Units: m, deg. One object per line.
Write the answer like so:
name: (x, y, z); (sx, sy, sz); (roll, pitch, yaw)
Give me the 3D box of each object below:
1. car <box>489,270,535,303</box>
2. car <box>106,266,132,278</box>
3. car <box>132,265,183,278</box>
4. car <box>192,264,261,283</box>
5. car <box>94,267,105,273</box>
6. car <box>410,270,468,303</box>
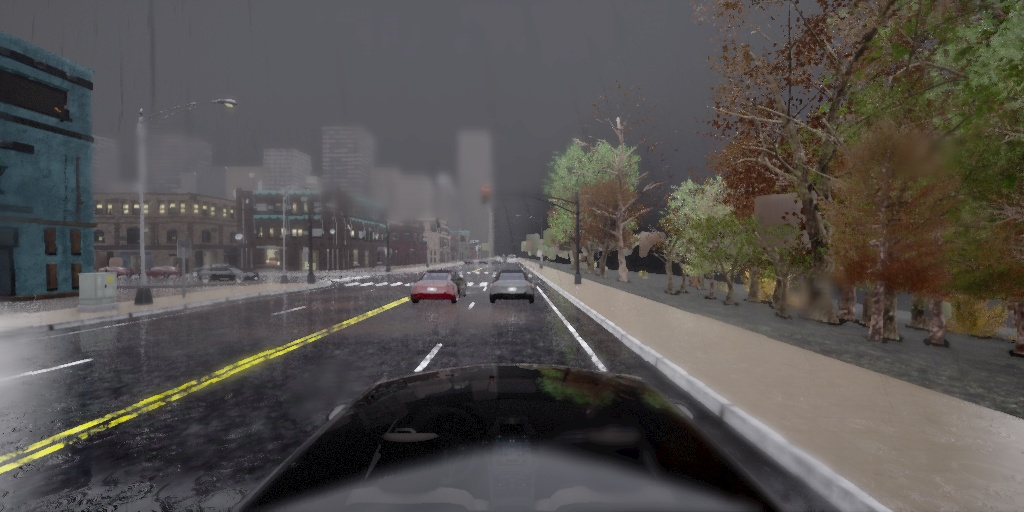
car: (0.000, 1.320, 16.579); (1.994, 1.385, 4.181); (0, 0, 0)
car: (-42.599, 1.712, 38.090); (4.207, 1.307, 1.802); (0, 0, 0)
car: (-37.065, 1.650, 38.083); (4.207, 1.307, 1.802); (0, 0, 0)
car: (-23.197, 1.561, 29.564); (4.313, 1.339, 1.948); (0, 0, 0)
car: (-37.073, 1.592, 29.703); (4.097, 1.591, 1.967); (0, 0, 0)
car: (-3.250, 1.320, 16.579); (1.994, 1.385, 4.181); (0, 0, 0)
